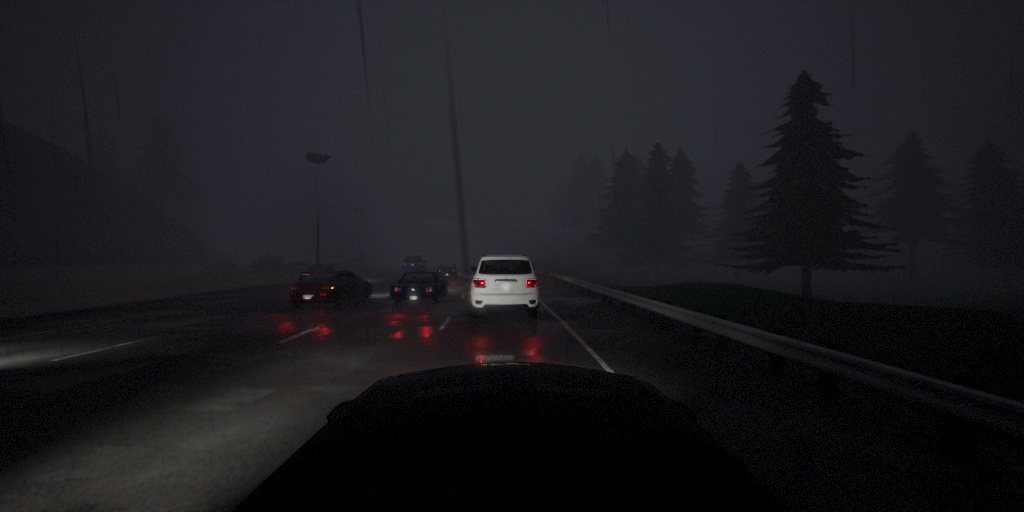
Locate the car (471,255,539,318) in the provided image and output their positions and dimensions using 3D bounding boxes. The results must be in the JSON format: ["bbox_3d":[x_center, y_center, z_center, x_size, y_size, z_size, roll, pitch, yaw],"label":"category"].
[{"bbox_3d":[-0.335,0.972,13.270,2.150,2.045,5.566,0,0,-3],"label":"car"}]

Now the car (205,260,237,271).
[{"bbox_3d":[-37.347,1.314,46.130,2.128,1.511,4.902,0,0,-14],"label":"car"}]

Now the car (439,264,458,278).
[{"bbox_3d":[-6.145,1.363,34.165,1.895,1.301,4.718,0,0,-9],"label":"car"}]

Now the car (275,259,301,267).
[{"bbox_3d":[-25.821,1.348,43.048,2.033,1.411,5.357,0,0,-12],"label":"car"}]

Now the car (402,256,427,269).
[{"bbox_3d":[-10.474,0.992,38.687,2.150,2.045,5.566,0,0,-11],"label":"car"}]

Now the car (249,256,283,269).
[{"bbox_3d":[-29.507,1.032,43.425,2.150,2.045,5.566,0,0,-13],"label":"car"}]

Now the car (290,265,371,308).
[{"bbox_3d":[-7.474,1.290,15.136,1.812,1.442,4.674,0,0,-4],"label":"car"}]

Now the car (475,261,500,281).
[{"bbox_3d":[-2.210,1.260,31.502,1.837,1.490,4.892,0,0,-8],"label":"car"}]

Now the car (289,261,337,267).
[{"bbox_3d":[-11.687,1.264,22.838,2.128,1.511,4.902,0,0,-6],"label":"car"}]

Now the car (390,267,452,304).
[{"bbox_3d":[-4.048,1.359,16.401,1.895,1.301,4.718,0,0,-4],"label":"car"}]
